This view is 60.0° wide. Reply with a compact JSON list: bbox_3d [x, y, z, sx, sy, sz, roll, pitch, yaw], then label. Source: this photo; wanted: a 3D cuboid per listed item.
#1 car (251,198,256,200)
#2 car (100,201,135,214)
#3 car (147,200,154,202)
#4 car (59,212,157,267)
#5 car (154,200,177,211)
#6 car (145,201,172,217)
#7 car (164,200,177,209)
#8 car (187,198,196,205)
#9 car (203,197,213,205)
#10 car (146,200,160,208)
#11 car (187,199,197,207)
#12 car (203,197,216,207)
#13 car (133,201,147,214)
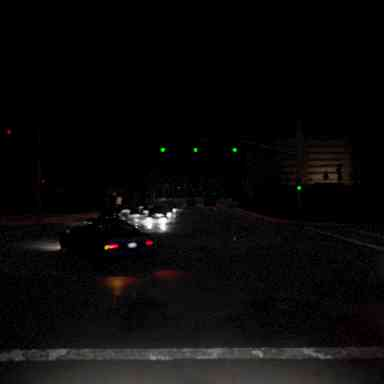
[{"bbox_3d":[17.723,1.990,86.305,4.605,1.855,1.932,0,-1,-2],"label":"car"},{"bbox_3d":[-7.158,1.850,31.073,2.033,1.411,5.357,0,-1,2],"label":"car"},{"bbox_3d":[-7.090,2.038,50.515,2.033,1.411,5.357,0,-1,0],"label":"car"},{"bbox_3d":[-3.246,1.665,12.025,2.033,1.411,5.357,1,-1,-35],"label":"car"},{"bbox_3d":[-3.608,1.935,45.639,2.128,1.511,4.902,0,-1,0],"label":"car"},{"bbox_3d":[-3.618,1.954,36.321,1.895,1.301,4.718,0,-1,0],"label":"car"},{"bbox_3d":[-3.551,2.046,55.685,1.837,1.490,4.892,0,-1,0],"label":"car"},{"bbox_3d":[-0.039,2.137,73.399,1.994,1.385,4.181,0,-1,0],"label":"car"},{"bbox_3d":[3.461,1.940,73.375,2.097,1.767,4.553,0,-1,0],"label":"car"},{"bbox_3d":[-7.032,2.151,60.433,1.994,1.385,4.181,0,-1,0],"label":"car"},{"bbox_3d":[-0.034,2.160,63.125,2.033,1.411,5.357,0,-1,0],"label":"car"},{"bbox_3d":[3.466,1.968,63.418,2.097,1.767,4.553,0,-1,0],"label":"car"},{"bbox_3d":[-7.115,1.901,40.716,1.837,1.490,4.892,0,-1,0],"label":"car"}]
